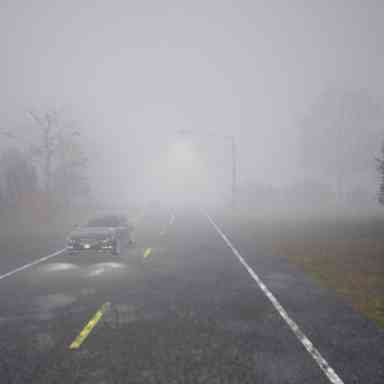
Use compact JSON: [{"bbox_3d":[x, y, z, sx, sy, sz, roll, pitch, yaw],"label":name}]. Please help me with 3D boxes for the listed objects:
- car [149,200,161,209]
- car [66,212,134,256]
[{"bbox_3d":[-6.343,2.065,57.090,1.812,1.442,4.674,0,0,-6],"label":"car"},{"bbox_3d":[-3.620,1.650,13.870,1.837,1.490,4.892,0,-1,0],"label":"car"}]
